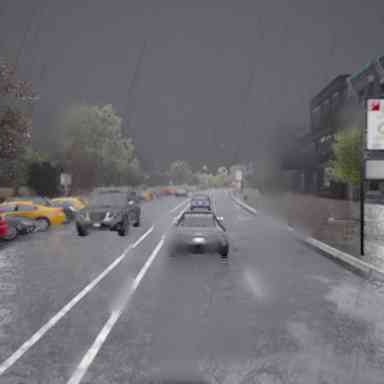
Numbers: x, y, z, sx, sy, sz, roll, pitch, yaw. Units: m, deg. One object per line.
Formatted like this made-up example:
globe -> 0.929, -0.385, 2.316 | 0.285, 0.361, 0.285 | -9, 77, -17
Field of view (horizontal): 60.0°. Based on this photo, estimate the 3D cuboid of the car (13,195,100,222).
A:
car -> -9.242, 1.092, 23.103 | 5.366, 1.575, 1.946 | -1, 2, -18

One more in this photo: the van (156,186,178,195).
van -> -5.557, -0.313, 73.560 | 4.442, 1.987, 1.878 | -1, 1, -14

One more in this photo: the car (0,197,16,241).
car -> -9.401, 1.113, 11.261 | 5.566, 2.045, 2.435 | -1, 1, -19

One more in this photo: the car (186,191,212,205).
car -> 0.825, 0.952, 30.835 | 2.033, 1.411, 5.357 | 0, 1, 3

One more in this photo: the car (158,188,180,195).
car -> -5.357, -0.106, 76.486 | 4.674, 1.452, 2.002 | -1, 1, -14

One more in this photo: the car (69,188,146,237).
car -> -4.004, 0.977, 16.950 | 2.150, 2.045, 5.566 | 0, 1, 1

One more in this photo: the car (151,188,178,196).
car -> -5.781, -0.030, 70.625 | 5.366, 1.575, 1.946 | -1, 1, -15

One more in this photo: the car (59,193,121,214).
car -> -8.851, 0.941, 29.104 | 5.008, 1.535, 2.097 | -1, 1, -18

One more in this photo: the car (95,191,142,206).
car -> -8.429, 0.720, 38.003 | 5.008, 1.535, 2.097 | -1, 1, -17

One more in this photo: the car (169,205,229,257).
car -> 0.248, 1.420, 12.337 | 1.994, 1.385, 4.181 | 0, 1, 1

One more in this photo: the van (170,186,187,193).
van -> -3.771, -0.686, 91.163 | 4.442, 1.987, 1.878 | -1, 2, -13

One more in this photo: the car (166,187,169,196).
car -> -7.025, 0.274, 58.748 | 4.674, 1.452, 2.002 | -1, 1, -16

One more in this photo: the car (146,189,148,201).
car -> -8.226, 0.522, 40.965 | 4.553, 1.767, 2.185 | -1, 2, -17

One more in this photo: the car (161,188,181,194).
car -> -5.020, -0.167, 79.421 | 4.674, 1.452, 2.002 | 0, 1, -14

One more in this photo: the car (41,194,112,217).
car -> -8.953, 1.016, 26.128 | 5.008, 1.535, 2.097 | -1, 2, -18

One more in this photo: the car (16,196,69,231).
car -> -9.237, 1.238, 17.223 | 5.008, 1.535, 2.097 | -1, 2, -19

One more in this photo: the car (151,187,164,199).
car -> -7.491, 0.370, 52.825 | 4.892, 1.521, 2.231 | -1, 1, -16

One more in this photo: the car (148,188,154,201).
car -> -8.075, 0.577, 43.928 | 5.008, 1.535, 2.097 | -1, 2, -17

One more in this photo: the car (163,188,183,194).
car -> -4.707, -0.228, 82.351 | 4.674, 1.452, 2.002 | -1, 1, -14

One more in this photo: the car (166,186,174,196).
car -> -6.806, -0.082, 61.687 | 5.566, 2.045, 2.435 | -1, 2, -15

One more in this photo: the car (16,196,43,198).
car -> -9.191, 1.040, 20.186 | 4.553, 1.767, 2.185 | -1, 1, -18

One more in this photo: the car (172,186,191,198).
car -> -1.810, 0.241, 57.715 | 1.882, 1.535, 5.008 | 0, 1, 5

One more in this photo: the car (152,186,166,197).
car -> -7.227, 0.175, 55.784 | 4.553, 1.767, 2.185 | -1, 2, -16

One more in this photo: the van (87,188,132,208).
van -> -8.688, 0.570, 34.987 | 4.442, 1.987, 1.878 | -1, 2, -17

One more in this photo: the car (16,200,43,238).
car -> -9.322, 1.308, 14.256 | 4.892, 1.521, 2.231 | -1, 1, -19

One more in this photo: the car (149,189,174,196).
car -> -6.245, 0.080, 67.622 | 4.674, 1.452, 2.002 | -1, 1, -15
